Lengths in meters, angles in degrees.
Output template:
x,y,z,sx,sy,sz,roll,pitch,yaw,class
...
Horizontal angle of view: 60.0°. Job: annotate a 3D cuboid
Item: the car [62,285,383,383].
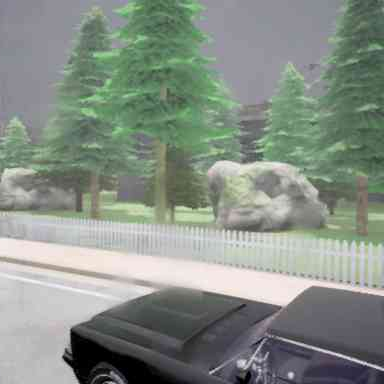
x,y,z,sx,sy,sz,roll,pitch,yaw,class
1.022,1.580,2.879,4.718,1.301,1.895,1,1,34,car
